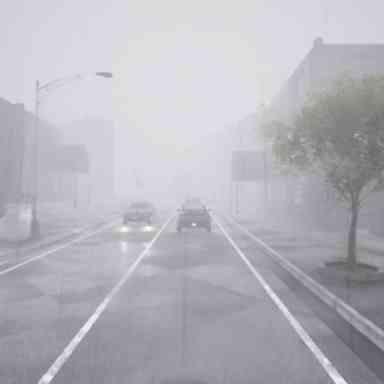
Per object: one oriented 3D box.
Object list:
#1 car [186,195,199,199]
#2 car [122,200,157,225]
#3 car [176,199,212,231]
[{"bbox_3d":[0.071,1.163,37.792,1.837,1.490,4.892,0,1,-1],"label":"car"},{"bbox_3d":[-3.580,1.380,23.308,1.837,1.490,4.892,0,1,0],"label":"car"},{"bbox_3d":[0.109,1.418,19.740,1.837,1.490,4.892,0,1,0],"label":"car"}]
